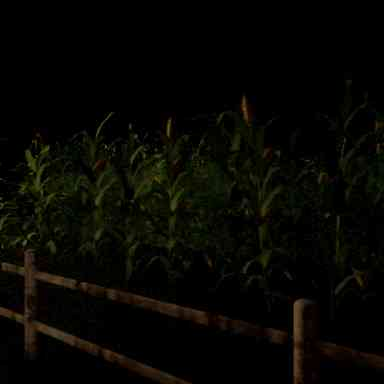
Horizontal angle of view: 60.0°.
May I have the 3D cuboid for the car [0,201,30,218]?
[{"bbox_3d":[-13.020,1.326,25.796,1.895,1.301,4.718,0,1,38],"label":"car"}]
